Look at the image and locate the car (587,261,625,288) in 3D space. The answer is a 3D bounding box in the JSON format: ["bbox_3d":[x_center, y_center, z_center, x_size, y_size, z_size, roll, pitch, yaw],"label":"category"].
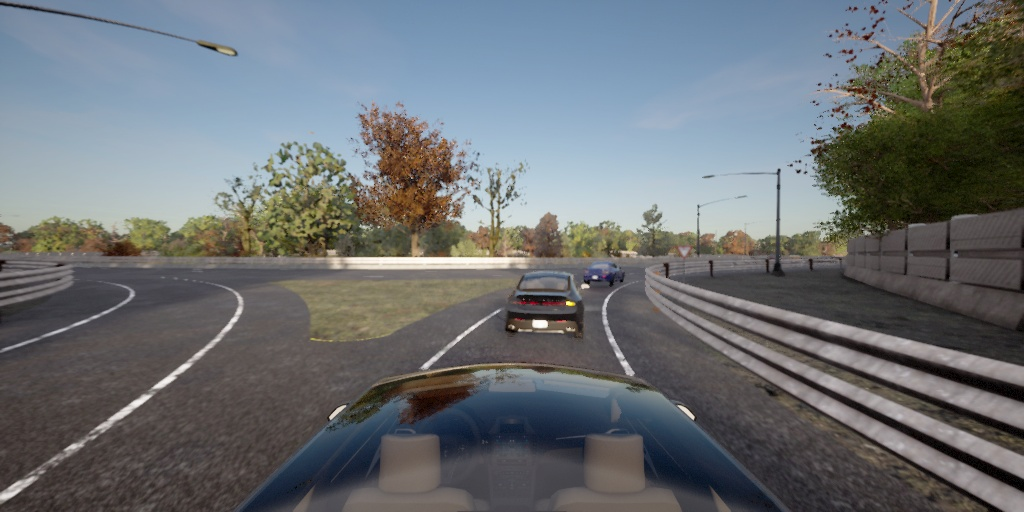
[{"bbox_3d":[5.934,1.065,23.007,1.812,1.442,4.674,1,1,28],"label":"car"}]

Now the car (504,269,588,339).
[{"bbox_3d":[1.034,1.167,9.874,1.837,1.490,4.892,0,0,11],"label":"car"}]
